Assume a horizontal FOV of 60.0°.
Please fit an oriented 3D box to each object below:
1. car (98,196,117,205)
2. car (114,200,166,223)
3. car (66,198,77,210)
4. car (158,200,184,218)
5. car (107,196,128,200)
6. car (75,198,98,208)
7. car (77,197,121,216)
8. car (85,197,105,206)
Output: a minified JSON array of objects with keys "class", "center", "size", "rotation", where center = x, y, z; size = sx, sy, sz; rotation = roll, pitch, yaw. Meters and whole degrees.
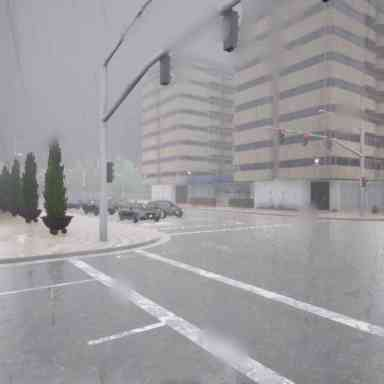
[{"class":"car","center":[-15.555,1.526,60.807],"size":[1.812,1.442,4.674],"rotation":[0,0,-35]},{"class":"car","center":[-4.135,1.564,25.786],"size":[1.994,1.385,4.181],"rotation":[0,0,-35]},{"class":"car","center":[-15.731,1.478,42.400],"size":[1.882,1.535,5.008],"rotation":[0,0,-35]},{"class":"car","center":[-2.612,1.505,29.718],"size":[1.837,1.490,4.892],"rotation":[0,0,-35]},{"class":"car","center":[-7.912,1.491,37.308],"size":[2.128,1.511,4.902],"rotation":[0,0,-35]},{"class":"car","center":[-15.199,1.564,47.768],"size":[1.994,1.385,4.181],"rotation":[0,0,-35]},{"class":"car","center":[-9.429,1.547,33.362],"size":[2.033,1.411,5.357],"rotation":[0,0,-35]},{"class":"car","center":[-16.407,1.564,55.918],"size":[1.994,1.385,4.181],"rotation":[0,0,-35]}]
